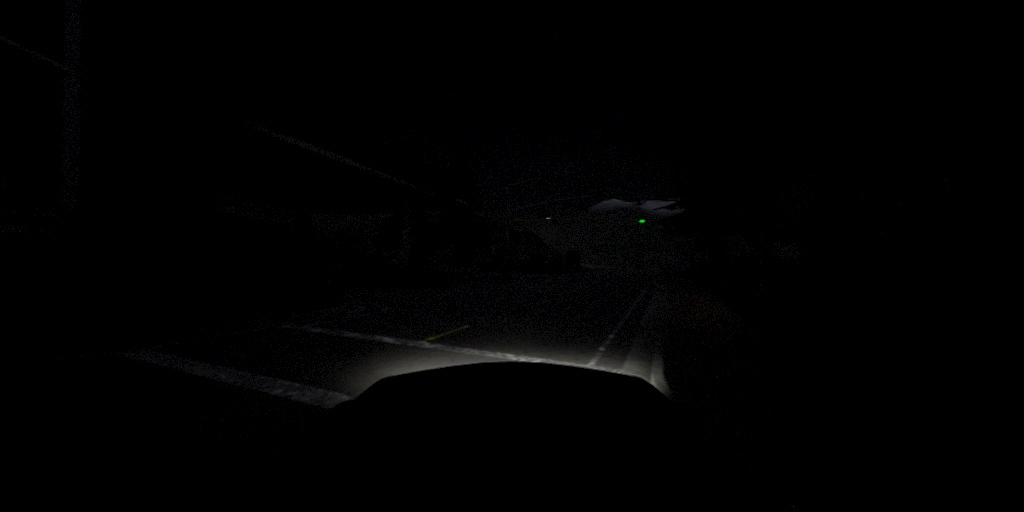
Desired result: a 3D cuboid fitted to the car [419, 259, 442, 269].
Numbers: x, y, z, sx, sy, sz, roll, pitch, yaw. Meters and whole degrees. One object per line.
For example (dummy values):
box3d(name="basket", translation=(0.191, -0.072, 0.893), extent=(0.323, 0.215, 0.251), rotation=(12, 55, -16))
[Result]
box3d(name="car", translation=(-10.722, 1.033, 44.222), extent=(4.674, 1.442, 1.812), rotation=(1, 0, 24))

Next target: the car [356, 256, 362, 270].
box3d(name="car", translation=(-23.855, 0.858, 50.030), extent=(4.718, 1.301, 1.895), rotation=(1, 0, 24))
